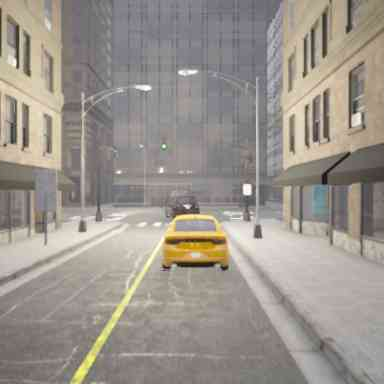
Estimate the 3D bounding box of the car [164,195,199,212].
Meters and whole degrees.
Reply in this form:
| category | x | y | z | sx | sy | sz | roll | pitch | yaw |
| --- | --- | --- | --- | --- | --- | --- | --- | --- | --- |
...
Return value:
| category | x | y | z | sx | sy | sz | roll | pitch | yaw |
| --- | --- | --- | --- | --- | --- | --- | --- | --- | --- |
| car | -0.908 | 1.257 | 27.710 | 2.150 | 2.045 | 5.566 | 0 | 0 | -12 |

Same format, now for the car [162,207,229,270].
| category | x | y | z | sx | sy | sz | roll | pitch | yaw |
| --- | --- | --- | --- | --- | --- | --- | --- | --- | --- |
| car | 0.100 | 1.485 | 11.124 | 1.882 | 1.535 | 5.008 | 0 | 0 | 0 |
